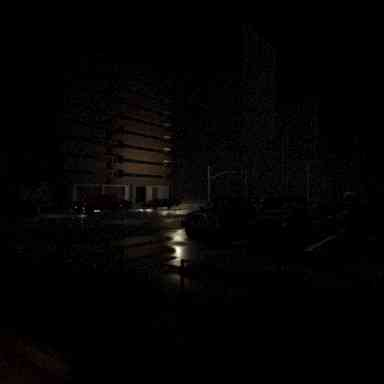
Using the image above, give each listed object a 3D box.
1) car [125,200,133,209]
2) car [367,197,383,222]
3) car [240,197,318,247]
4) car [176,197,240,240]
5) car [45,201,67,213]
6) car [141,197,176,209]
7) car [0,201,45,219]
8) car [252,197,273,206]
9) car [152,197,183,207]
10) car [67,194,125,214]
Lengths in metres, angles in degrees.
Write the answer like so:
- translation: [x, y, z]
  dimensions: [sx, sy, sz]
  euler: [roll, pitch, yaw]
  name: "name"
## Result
- translation: [-9.990, 1.547, 43.126]
  dimensions: [2.033, 1.411, 5.357]
  euler: [0, 0, 34]
  name: "car"
- translation: [15.898, 1.395, 27.316]
  dimensions: [1.970, 1.475, 3.806]
  euler: [0, 0, 34]
  name: "car"
- translation: [3.874, 1.156, 14.361]
  dimensions: [1.905, 1.878, 3.866]
  euler: [0, 0, 34]
  name: "car"
- translation: [1.507, 1.153, 16.027]
  dimensions: [1.932, 1.855, 4.605]
  euler: [0, 0, 34]
  name: "car"
- translation: [-15.364, 1.601, 35.121]
  dimensions: [1.895, 1.301, 4.718]
  euler: [0, 0, 34]
  name: "car"
- translation: [-4.535, 1.547, 44.957]
  dimensions: [2.033, 1.411, 5.357]
  euler: [0, 0, 34]
  name: "car"
- translation: [-15.447, 1.564, 28.718]
  dimensions: [1.994, 1.385, 4.181]
  euler: [0, 0, 34]
  name: "car"
- translation: [12.051, 1.526, 56.779]
  dimensions: [1.812, 1.442, 4.674]
  euler: [0, 0, 34]
  name: "car"
- translation: [-3.760, 1.548, 52.337]
  dimensions: [2.033, 1.411, 5.357]
  euler: [0, 0, 34]
  name: "car"
- translation: [-10.343, 1.222, 36.319]
  dimensions: [2.150, 2.045, 5.566]
  euler: [0, 0, 34]
  name: "car"
